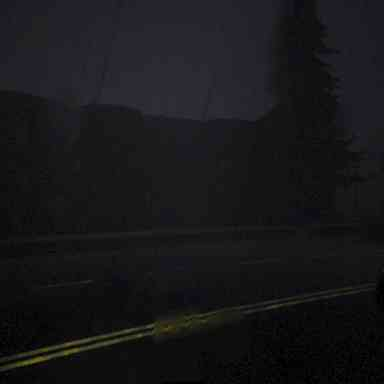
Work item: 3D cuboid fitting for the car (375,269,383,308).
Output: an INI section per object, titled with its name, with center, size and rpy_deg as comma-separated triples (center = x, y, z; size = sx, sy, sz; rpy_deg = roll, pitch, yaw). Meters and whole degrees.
[car]
center = 5.485, 1.604, 6.226
size = 4.181, 1.385, 1.994
rpy_deg = 0, 0, -27
